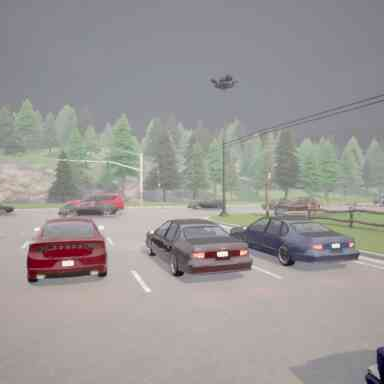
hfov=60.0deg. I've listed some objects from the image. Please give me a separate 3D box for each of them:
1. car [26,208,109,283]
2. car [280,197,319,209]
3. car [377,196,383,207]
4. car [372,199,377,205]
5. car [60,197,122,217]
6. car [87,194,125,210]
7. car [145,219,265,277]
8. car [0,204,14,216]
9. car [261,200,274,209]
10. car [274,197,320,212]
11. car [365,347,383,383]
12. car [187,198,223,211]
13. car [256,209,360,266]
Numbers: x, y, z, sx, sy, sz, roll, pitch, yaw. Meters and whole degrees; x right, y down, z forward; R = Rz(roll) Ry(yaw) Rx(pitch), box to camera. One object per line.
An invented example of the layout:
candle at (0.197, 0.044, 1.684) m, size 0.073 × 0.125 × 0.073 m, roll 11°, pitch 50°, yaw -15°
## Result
car at (-3.648, 1.478, 9.932) m, size 1.882 × 1.535 × 5.008 m, roll 0°, pitch 0°, yaw -19°
car at (14.900, 1.477, 46.087) m, size 5.008 × 1.535 × 1.882 m, roll 0°, pitch 0°, yaw -19°
car at (29.465, 1.491, 47.408) m, size 4.902 × 1.511 × 2.128 m, roll 0°, pitch 0°, yaw -19°
car at (30.064, 1.352, 51.308) m, size 4.553 × 1.767 × 2.097 m, roll 0°, pitch 0°, yaw -19°
car at (-8.915, 1.491, 28.628) m, size 4.902 × 1.511 × 2.128 m, roll 0°, pitch 0°, yaw -27°
car at (-9.353, 1.221, 32.367) m, size 5.566 × 2.045 × 2.150 m, roll 0°, pitch 0°, yaw -27°
car at (-0.105, 1.547, 10.403) m, size 2.033 × 1.411 × 5.357 m, roll 0°, pitch 0°, yaw -20°
car at (-19.205, 1.601, 30.902) m, size 4.718 × 1.301 × 1.895 m, roll 0°, pitch 0°, yaw -31°
car at (10.740, 1.526, 40.899) m, size 4.674 × 1.442 × 1.812 m, roll -1°, pitch 0°, yaw -18°
car at (12.084, 1.353, 37.686) m, size 4.553 × 1.767 × 2.097 m, roll 0°, pitch 0°, yaw -20°
car at (3.206, 1.601, 1.295) m, size 1.895 × 1.301 × 4.718 m, roll 0°, pitch 0°, yaw -20°
car at (1.781, 1.493, 41.272) m, size 4.902 × 1.511 × 2.128 m, roll 0°, pitch 0°, yaw -22°
car at (3.172, 1.547, 11.644) m, size 2.033 × 1.411 × 5.357 m, roll 0°, pitch 0°, yaw -20°
